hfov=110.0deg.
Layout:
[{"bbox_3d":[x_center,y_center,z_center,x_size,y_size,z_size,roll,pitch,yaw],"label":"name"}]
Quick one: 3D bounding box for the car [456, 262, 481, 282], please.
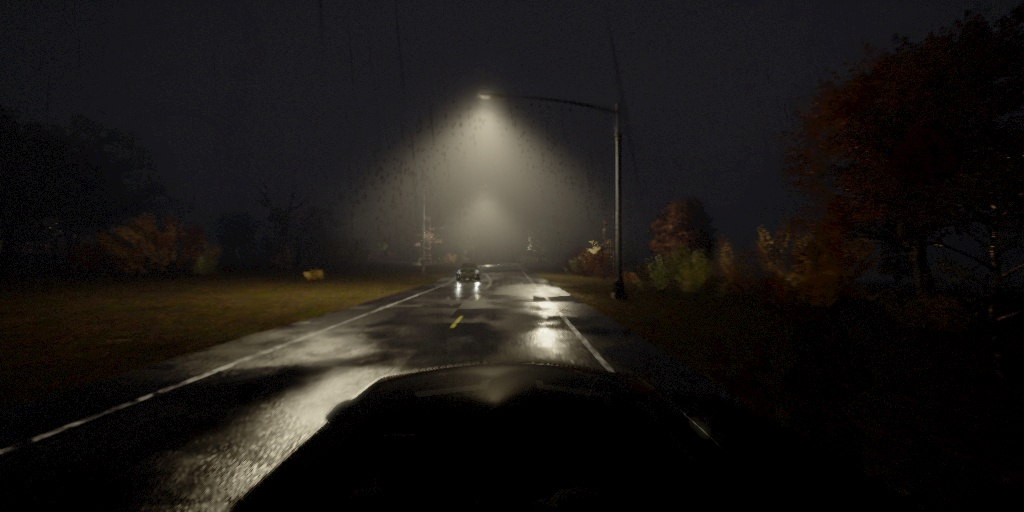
[{"bbox_3d":[-3.913,1.393,32.866,2.097,1.767,4.553,0,-1,-3],"label":"car"}]
